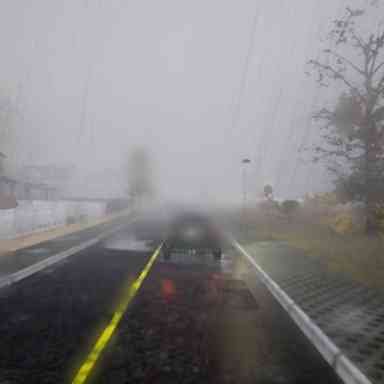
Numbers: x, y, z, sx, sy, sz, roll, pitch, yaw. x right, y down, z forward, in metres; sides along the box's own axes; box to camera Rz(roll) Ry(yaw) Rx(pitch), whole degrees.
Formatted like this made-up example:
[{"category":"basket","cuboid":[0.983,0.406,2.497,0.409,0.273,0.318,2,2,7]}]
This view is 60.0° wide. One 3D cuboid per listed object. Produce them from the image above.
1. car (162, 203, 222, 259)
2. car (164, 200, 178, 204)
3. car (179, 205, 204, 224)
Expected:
[{"category":"car","cuboid":[0.010,1.492,13.412,2.097,1.767,4.553,0,-1,0]},{"category":"car","cuboid":[-2.802,1.964,46.797,1.882,1.535,5.008,0,-1,1]},{"category":"car","cuboid":[-0.006,1.860,28.341,1.994,1.385,4.181,0,-1,1]}]
